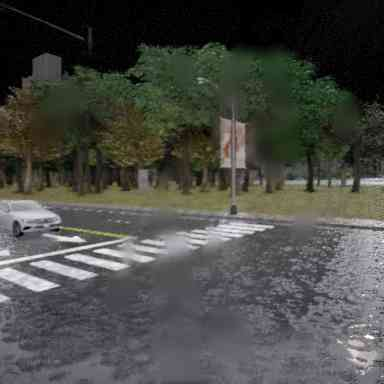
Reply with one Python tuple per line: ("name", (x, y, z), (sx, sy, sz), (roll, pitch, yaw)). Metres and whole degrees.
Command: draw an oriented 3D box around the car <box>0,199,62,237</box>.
("car", (-7.883, 1.087, 15.363), (4.674, 1.442, 1.812), (1, 3, 39))
